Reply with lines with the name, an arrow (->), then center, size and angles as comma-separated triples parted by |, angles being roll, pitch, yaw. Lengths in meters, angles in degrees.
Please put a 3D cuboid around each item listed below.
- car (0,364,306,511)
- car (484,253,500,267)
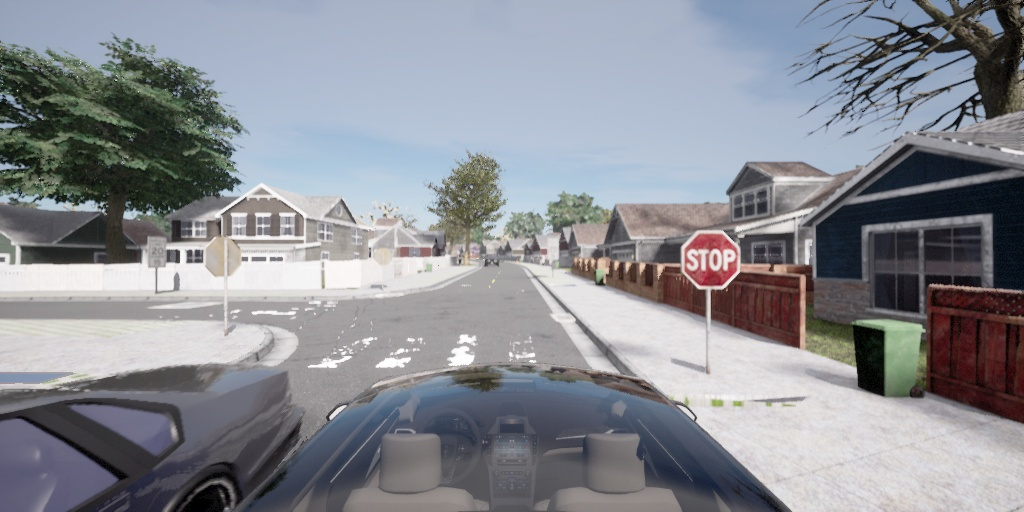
car -> -2.750, 1.308, 0.813 | 2.033, 1.411, 5.357 | 0, 0, 0
car -> -2.941, 0.598, 53.414 | 2.150, 2.045, 5.566 | 0, 1, -3
